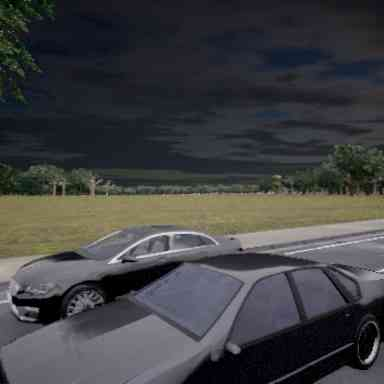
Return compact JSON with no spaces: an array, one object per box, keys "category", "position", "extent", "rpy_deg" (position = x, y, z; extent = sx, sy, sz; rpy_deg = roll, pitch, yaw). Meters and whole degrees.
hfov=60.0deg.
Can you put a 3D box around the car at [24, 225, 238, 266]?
[{"category":"car","position":[-1.028,1.482,6.942],"extent":[4.902,1.511,2.128],"rpy_deg":[0,0,-35]}]

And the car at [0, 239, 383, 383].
[{"category":"car","position":[0.625,1.539,4.132],"extent":[5.357,1.411,2.033],"rpy_deg":[0,0,-35]}]
